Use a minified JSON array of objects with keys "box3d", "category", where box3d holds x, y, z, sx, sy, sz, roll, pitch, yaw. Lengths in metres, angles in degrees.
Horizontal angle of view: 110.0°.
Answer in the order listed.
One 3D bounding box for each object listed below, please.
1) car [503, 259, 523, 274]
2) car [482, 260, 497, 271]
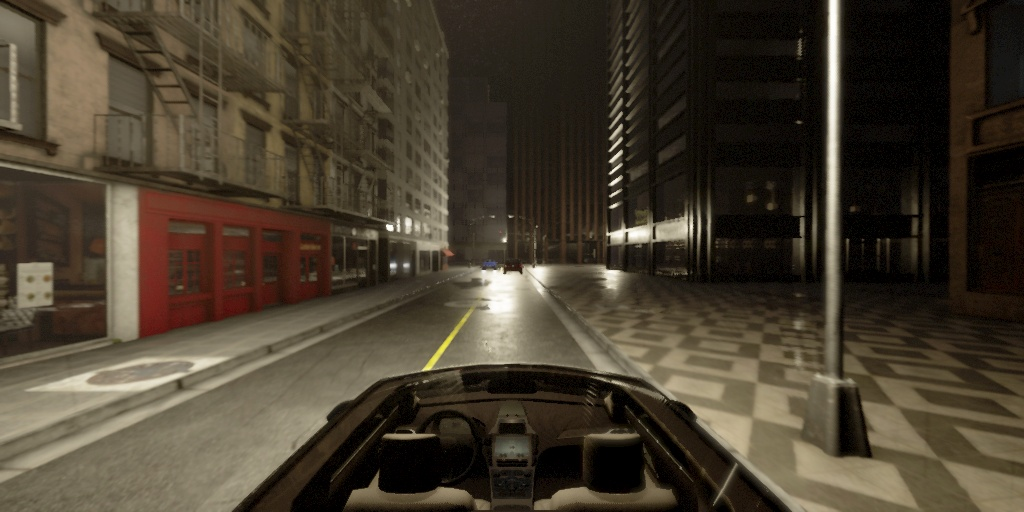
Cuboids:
[{"box3d":[0.109,1.078,40.189,2.097,1.767,4.553,0,0,0],"category":"car"},{"box3d":[-3.050,1.240,49.958,1.812,1.442,4.674,0,0,0],"category":"car"}]
